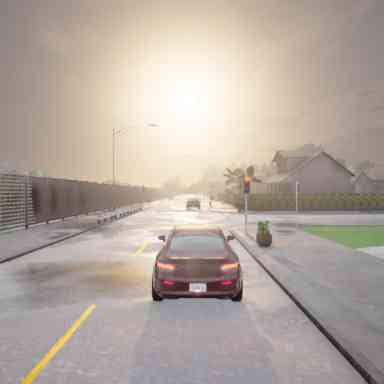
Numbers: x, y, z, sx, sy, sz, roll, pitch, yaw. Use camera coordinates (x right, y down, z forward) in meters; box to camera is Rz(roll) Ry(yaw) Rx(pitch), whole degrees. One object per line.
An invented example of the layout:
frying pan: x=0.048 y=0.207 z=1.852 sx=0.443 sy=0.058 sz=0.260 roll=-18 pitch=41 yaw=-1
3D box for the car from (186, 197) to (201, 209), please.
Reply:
car: x=0.186 y=1.503 z=44.096 sx=1.837 sy=1.490 sz=4.892 roll=0 pitch=0 yaw=0

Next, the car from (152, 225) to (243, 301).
car: x=0.109 y=1.525 z=8.177 sx=1.812 sy=1.442 sz=4.674 roll=0 pitch=0 yaw=0
